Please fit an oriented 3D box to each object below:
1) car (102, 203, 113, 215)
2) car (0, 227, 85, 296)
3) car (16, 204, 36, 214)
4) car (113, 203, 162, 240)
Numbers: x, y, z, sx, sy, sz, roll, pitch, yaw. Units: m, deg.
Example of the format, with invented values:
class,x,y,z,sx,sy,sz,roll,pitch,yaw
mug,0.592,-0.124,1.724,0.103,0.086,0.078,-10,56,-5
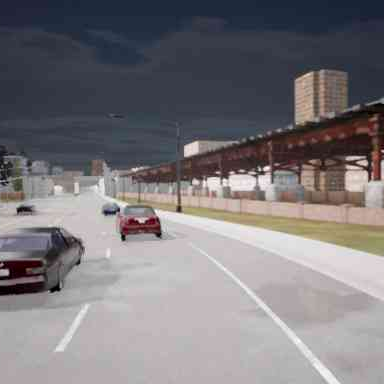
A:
class,x,y,z,sx,sy,sz,roll,pitch,yaw
car,-9.513,1.957,39.142,1.994,1.385,4.181,-1,0,-18
car,-4.200,1.662,9.037,2.033,1.411,5.357,-1,0,-10
car,-22.983,2.286,46.187,1.895,1.301,4.718,-1,0,-17
car,-3.048,1.496,18.465,2.097,1.767,4.553,-1,0,-16
